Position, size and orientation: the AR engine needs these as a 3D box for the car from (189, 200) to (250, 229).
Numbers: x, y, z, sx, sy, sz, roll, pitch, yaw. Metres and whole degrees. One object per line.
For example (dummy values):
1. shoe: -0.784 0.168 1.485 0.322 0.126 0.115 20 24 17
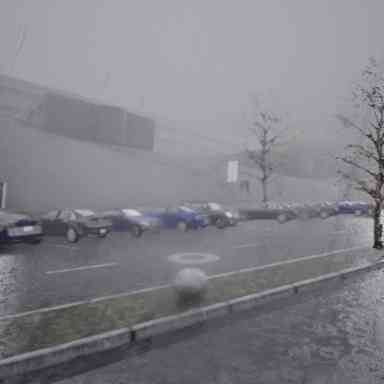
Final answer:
1. car: 1.045 1.377 21.520 4.553 1.767 2.185 -1 -1 32

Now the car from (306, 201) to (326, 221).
1. car: 7.944 1.514 27.092 4.892 1.521 2.231 -1 0 30

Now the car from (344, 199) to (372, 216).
1. car: 14.665 1.540 32.885 5.008 1.535 2.097 0 -1 29

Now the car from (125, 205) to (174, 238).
1. car: -3.592 1.541 17.882 4.674 1.452 2.002 -1 -1 33

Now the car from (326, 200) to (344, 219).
1. car: 10.204 1.521 29.003 4.892 1.521 2.231 -1 0 30

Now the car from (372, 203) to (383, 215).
1. car: 16.893 1.554 34.837 5.008 1.535 2.097 0 -1 29

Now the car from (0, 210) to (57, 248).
1. car: -8.354 1.534 14.357 4.792 1.488 2.163 -1 -1 34

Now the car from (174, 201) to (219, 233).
1. car: -1.249 1.500 19.674 5.008 1.535 2.097 -1 0 33

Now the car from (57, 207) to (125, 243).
1. car: -5.947 1.502 16.092 4.892 1.521 2.231 -1 0 34

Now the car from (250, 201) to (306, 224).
1. car: 5.670 1.509 25.203 4.892 1.521 2.231 -1 0 31
